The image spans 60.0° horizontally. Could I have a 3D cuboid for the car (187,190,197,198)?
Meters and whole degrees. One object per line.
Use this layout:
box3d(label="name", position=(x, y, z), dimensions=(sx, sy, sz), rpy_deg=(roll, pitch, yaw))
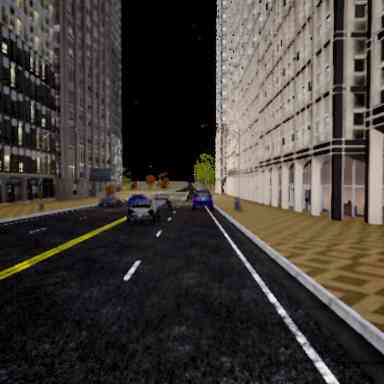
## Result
box3d(label="car", position=(-0.005, 0.400, 69.090), dimensions=(1.882, 1.535, 5.008), rpy_deg=(0, 1, 0))

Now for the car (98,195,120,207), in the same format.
box3d(label="car", position=(-9.835, 1.025, 40.339), dimensions=(2.033, 1.411, 5.357), rpy_deg=(0, 1, 0))

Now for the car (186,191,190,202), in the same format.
box3d(label="car", position=(0.000, 0.800, 54.203), dimensions=(1.837, 1.490, 4.892), rpy_deg=(0, 1, 0))

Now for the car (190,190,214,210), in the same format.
box3d(label="car", position=(1.135, 0.766, 35.581), dimensions=(2.150, 2.045, 5.566), rpy_deg=(0, 1, 0))

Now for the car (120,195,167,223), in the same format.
box3d(label="car", position=(-3.153, 1.201, 22.564), dimensions=(2.128, 1.511, 4.902), rpy_deg=(0, 1, 0))

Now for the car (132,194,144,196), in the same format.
box3d(label="car", position=(-6.582, 0.953, 40.515), dimensions=(1.882, 1.535, 5.008), rpy_deg=(0, 1, 0))

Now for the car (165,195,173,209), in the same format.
box3d(label="car", position=(-3.153, 1.026, 36.112), dimensions=(2.128, 1.511, 4.902), rpy_deg=(0, 1, 0))
